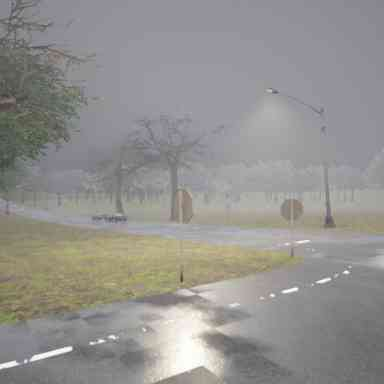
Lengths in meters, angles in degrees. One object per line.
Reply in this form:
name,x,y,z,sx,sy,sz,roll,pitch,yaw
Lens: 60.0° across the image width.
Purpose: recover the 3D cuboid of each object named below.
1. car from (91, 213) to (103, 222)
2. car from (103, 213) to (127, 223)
car,-16.972,4.553,60.729,1.837,1.490,4.892,-1,-2,-34
car,-12.229,4.178,53.822,1.882,1.535,5.008,-1,-2,-34
